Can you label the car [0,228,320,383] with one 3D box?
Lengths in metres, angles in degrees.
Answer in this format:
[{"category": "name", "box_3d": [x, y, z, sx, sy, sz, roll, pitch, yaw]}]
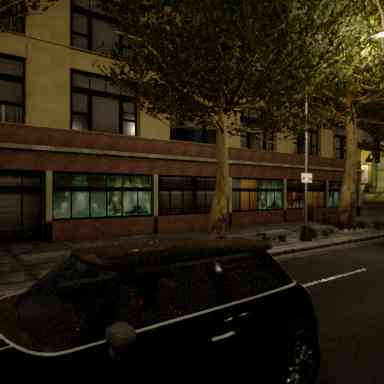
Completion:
[{"category": "car", "box_3d": [-0.737, 1.352, 3.461, 4.553, 1.767, 2.097, 0, 0, -36]}]
